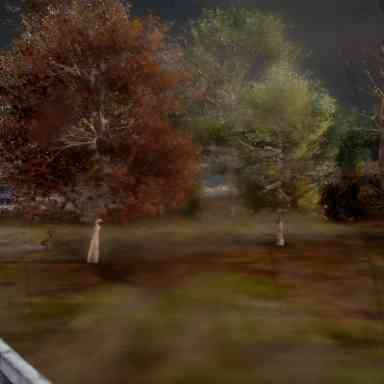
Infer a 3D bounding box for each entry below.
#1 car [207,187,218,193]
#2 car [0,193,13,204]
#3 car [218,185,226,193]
[{"bbox_3d":[3.472,-0.392,87.053,5.366,1.575,1.946,-4,2,-33],"label":"car"},{"bbox_3d":[-37.652,1.258,64.646,5.566,2.045,2.150,0,0,12],"label":"car"},{"bbox_3d":[8.332,-0.973,90.192,5.566,2.045,2.435,-4,2,-33],"label":"car"}]
